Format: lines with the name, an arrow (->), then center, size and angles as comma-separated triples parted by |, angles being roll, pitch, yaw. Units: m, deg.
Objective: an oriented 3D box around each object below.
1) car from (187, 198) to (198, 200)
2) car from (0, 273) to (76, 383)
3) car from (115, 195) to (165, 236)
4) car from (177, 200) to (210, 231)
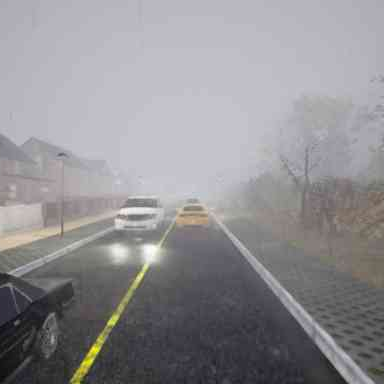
car -> 0.082, 1.484, 39.915 | 1.837, 1.490, 4.892 | 0, 0, 0
car -> -2.813, 1.601, 3.125 | 1.895, 1.301, 4.718 | 0, 0, 0
car -> -2.756, 1.217, 18.873 | 2.150, 2.045, 5.566 | 0, 0, 0
car -> 0.075, 1.472, 20.620 | 1.882, 1.535, 5.008 | 0, 0, 0
